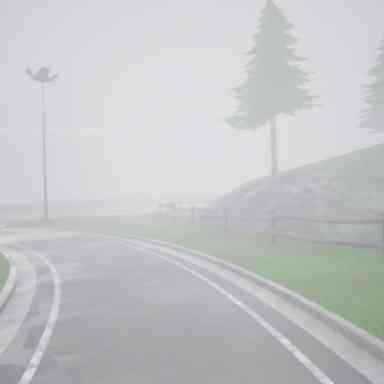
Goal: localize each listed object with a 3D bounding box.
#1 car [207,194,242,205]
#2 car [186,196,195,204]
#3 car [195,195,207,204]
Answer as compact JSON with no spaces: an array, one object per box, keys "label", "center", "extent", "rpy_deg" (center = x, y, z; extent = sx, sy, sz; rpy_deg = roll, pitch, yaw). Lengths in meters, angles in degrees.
[{"label":"car","center":[5.459,1.276,55.362],"extent":[5.008,1.535,1.882],"rpy_deg":[-1,0,-37]},{"label":"car","center":[1.141,1.387,60.849],"extent":[4.902,1.511,2.128],"rpy_deg":[-1,0,-37]},{"label":"car","center":[3.376,1.196,58.168],"extent":[4.553,1.767,2.097],"rpy_deg":[-1,0,-37]}]
